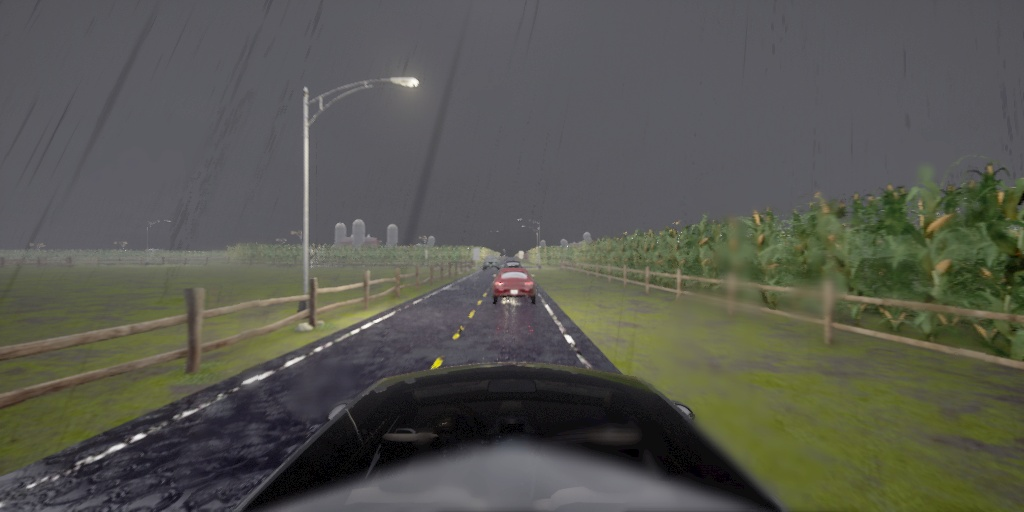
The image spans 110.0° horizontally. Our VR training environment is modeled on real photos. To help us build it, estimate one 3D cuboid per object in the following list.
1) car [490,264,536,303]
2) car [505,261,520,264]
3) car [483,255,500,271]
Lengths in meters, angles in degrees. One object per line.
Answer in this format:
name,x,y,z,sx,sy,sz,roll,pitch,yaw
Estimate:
car,0.089,1.266,16.548,1.812,1.442,4.674,0,0,0
car,0.080,1.229,33.655,1.837,1.490,4.892,0,0,0
car,-2.797,0.930,49.751,2.150,2.045,5.566,0,0,0
